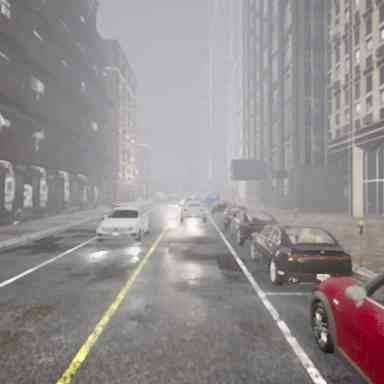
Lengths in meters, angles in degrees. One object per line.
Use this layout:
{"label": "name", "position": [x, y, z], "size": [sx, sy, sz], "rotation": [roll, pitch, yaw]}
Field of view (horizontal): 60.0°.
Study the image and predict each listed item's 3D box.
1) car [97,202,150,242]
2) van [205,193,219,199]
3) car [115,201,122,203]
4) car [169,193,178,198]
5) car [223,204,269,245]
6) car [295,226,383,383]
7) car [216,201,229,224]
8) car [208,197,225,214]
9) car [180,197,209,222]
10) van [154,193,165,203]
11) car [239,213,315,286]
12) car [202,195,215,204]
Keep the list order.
{"label": "car", "position": [-3.114, 1.436, 15.864], "size": [1.812, 1.442, 4.674], "rotation": [0, 0, 0]}
{"label": "van", "position": [2.671, 1.096, 42.912], "size": [1.690, 1.788, 3.998], "rotation": [1, 0, 0]}
{"label": "car", "position": [-5.698, 1.379, 25.785], "size": [1.752, 1.417, 4.829], "rotation": [1, 0, 0]}
{"label": "car", "position": [-3.046, 0.915, 57.286], "size": [2.128, 1.511, 4.902], "rotation": [0, 0, 0]}
{"label": "car", "position": [2.691, 1.468, 14.657], "size": [2.008, 1.369, 4.403], "rotation": [1, 0, 0]}
{"label": "car", "position": [2.701, 1.421, 3.354], "size": [1.967, 1.590, 4.097], "rotation": [1, 0, 0]}
{"label": "car", "position": [2.685, 1.467, 20.308], "size": [1.802, 1.307, 4.206], "rotation": [1, 0, 0]}
{"label": "car", "position": [2.676, 1.402, 31.611], "size": [1.802, 1.307, 4.206], "rotation": [1, 0, 0]}
{"label": "car", "position": [0.088, 1.383, 25.092], "size": [1.812, 1.442, 4.674], "rotation": [0, 0, 0]}
{"label": "van", "position": [-5.809, 0.999, 59.890], "size": [1.690, 1.788, 3.998], "rotation": [1, 0, 0]}
{"label": "car", "position": [2.695, 1.500, 9.006], "size": [2.008, 1.369, 4.403], "rotation": [1, 0, 0]}
{"label": "car", "position": [2.658, 1.272, 54.214], "size": [1.802, 1.307, 4.206], "rotation": [1, 0, 0]}
